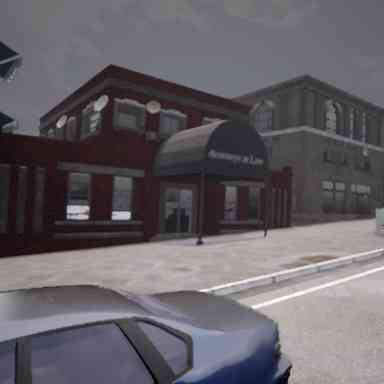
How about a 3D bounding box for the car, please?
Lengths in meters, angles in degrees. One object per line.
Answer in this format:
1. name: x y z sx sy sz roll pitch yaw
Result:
1. car: -1.524 1.561 2.445 5.357 1.411 2.033 0 0 -37
